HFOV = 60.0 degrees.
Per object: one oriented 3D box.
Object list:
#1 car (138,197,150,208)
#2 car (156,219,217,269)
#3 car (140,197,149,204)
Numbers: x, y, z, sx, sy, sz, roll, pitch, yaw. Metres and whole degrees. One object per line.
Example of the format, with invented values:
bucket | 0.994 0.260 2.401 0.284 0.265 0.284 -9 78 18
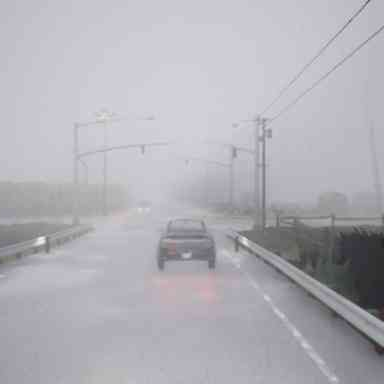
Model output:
car | -8.262 1.940 57.189 1.994 1.385 4.181 0 0 -7
car | -0.218 1.733 11.983 2.128 1.511 4.902 0 -3 -2
car | -10.348 1.799 72.559 1.812 1.442 4.674 0 0 -8
